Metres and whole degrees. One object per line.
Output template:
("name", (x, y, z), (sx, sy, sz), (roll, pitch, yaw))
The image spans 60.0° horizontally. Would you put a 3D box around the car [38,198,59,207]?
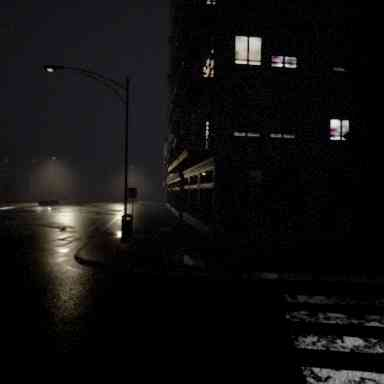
("car", (-21.636, 1.499, 50.220), (1.895, 1.301, 4.718), (1, 0, -6))
